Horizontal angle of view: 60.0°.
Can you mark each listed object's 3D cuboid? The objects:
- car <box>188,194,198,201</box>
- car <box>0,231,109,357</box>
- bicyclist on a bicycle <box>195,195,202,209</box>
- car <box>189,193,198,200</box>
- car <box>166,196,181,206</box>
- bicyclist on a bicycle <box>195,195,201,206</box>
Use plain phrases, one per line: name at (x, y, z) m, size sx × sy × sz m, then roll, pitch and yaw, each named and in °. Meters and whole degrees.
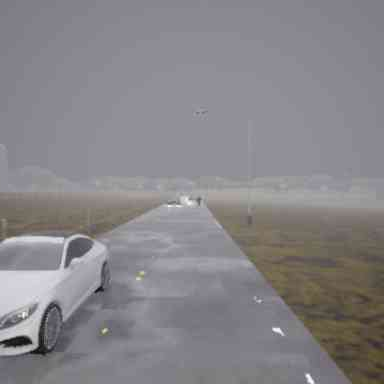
car at (0.260, 1.161, 69.054) m, size 1.994 × 1.385 × 4.181 m, roll 0°, pitch 0°, yaw 1°
car at (-2.848, 1.518, 6.207) m, size 1.812 × 1.442 × 4.674 m, roll 0°, pitch 0°, yaw 0°
bicyclist on a bicycle at (0.821, 1.193, 37.870) m, size 0.659 × 1.776 × 1.843 m, roll 0°, pitch 1°, yaw 0°
car at (0.289, 1.080, 78.121) m, size 2.033 × 1.411 × 5.357 m, roll 0°, pitch 0°, yaw 0°
car at (-2.699, 1.296, 50.020) m, size 1.994 × 1.385 × 4.181 m, roll 0°, pitch 0°, yaw 1°
bicyclist on a bicycle at (0.888, 1.183, 47.943) m, size 0.866 × 1.612 × 1.509 m, roll 0°, pitch 0°, yaw 0°
